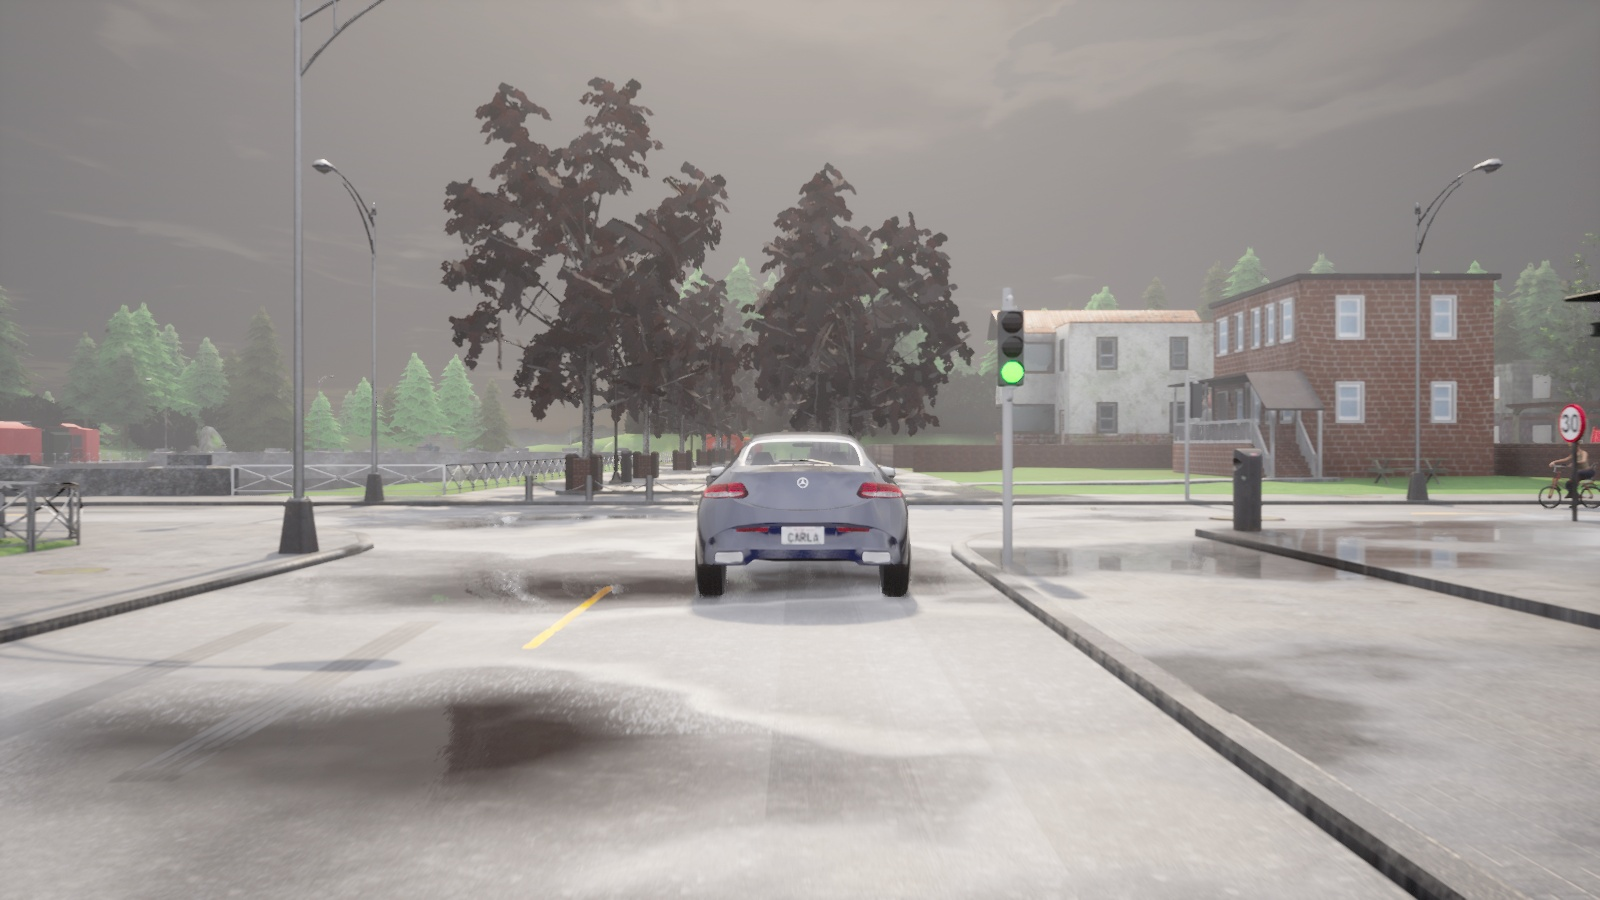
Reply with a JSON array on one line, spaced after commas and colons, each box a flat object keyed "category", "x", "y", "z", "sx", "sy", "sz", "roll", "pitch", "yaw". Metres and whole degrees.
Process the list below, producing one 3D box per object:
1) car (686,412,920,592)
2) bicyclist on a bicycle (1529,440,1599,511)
[{"category": "car", "x": 0.033, "y": 0.472, "z": 14.053, "sx": 2.152, "sy": 1.651, "sz": 5.027, "roll": 0, "pitch": 0, "yaw": 0}, {"category": "bicyclist on a bicycle", "x": 17.797, "y": 0.586, "z": 28.913, "sx": 1.509, "sy": 1.612, "sz": 0.866, "roll": 0, "pitch": 0, "yaw": 0}]
